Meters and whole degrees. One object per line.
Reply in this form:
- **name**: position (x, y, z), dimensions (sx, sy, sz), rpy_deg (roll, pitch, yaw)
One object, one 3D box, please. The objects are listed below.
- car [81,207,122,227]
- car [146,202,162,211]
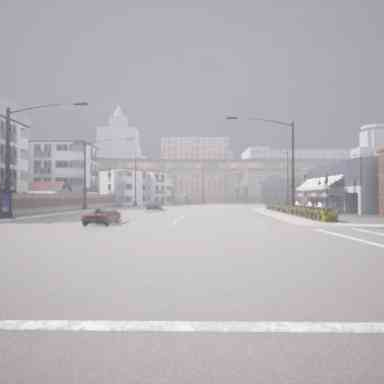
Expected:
- **car**: position (-6.781, 1.852, 25.238), dimensions (1.895, 1.301, 4.718), rpy_deg (0, -1, 2)
- **car**: position (-5.755, 2.175, 50.966), dimensions (1.895, 1.301, 4.718), rpy_deg (0, -1, 1)
